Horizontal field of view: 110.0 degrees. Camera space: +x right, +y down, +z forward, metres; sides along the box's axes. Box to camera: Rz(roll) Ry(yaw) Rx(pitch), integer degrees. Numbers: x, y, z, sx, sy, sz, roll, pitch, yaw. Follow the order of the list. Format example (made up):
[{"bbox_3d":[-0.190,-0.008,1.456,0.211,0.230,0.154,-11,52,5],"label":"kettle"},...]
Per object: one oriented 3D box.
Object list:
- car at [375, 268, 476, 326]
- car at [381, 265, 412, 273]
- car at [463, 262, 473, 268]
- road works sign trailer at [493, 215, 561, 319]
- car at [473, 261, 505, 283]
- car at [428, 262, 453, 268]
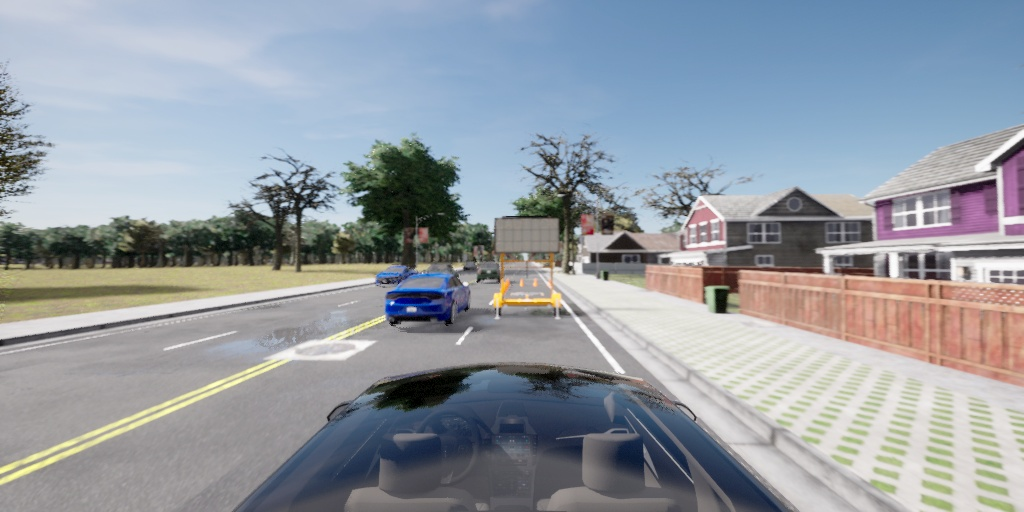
[{"bbox_3d":[-2.635,1.331,12.243,1.882,1.535,5.008,0,0,2],"label":"car"},{"bbox_3d":[-8.705,1.500,27.329,1.882,1.535,5.008,0,-1,2],"label":"car"},{"bbox_3d":[-7.208,1.864,61.747,1.837,1.490,4.892,0,0,3],"label":"car"},{"bbox_3d":[0.567,0.307,13.274,2.380,3.560,2.880,0,0,2],"label":"road works sign trailer"},{"bbox_3d":[-1.816,1.374,31.726,2.097,1.767,4.553,0,-1,2],"label":"car"},{"bbox_3d":[-5.470,1.352,26.937,2.097,1.767,4.553,0,-1,2],"label":"car"}]
